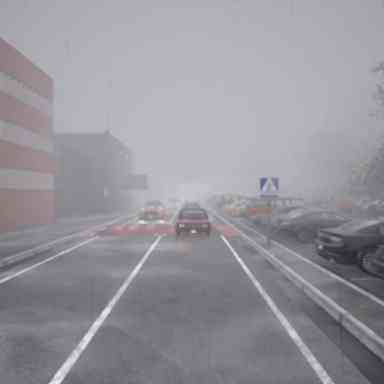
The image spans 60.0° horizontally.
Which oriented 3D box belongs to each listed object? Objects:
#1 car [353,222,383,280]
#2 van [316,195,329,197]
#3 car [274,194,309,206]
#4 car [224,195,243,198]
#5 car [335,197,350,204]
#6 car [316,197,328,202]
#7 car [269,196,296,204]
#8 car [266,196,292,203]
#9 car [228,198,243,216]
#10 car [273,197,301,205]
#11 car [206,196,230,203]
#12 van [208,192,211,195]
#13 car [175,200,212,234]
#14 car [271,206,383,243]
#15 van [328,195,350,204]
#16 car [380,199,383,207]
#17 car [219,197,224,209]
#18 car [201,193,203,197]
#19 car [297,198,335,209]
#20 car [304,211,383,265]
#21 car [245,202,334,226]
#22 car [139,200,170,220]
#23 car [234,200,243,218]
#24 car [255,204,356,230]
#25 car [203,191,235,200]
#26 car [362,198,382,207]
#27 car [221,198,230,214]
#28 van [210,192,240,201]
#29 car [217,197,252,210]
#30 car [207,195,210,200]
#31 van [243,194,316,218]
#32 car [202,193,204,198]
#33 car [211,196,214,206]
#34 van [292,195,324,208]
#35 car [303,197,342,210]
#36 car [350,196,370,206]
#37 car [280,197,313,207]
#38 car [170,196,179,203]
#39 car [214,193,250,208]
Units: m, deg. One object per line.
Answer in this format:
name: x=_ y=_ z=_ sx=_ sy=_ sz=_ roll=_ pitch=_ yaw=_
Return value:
car: x=6.295 y=1.490 z=7.029 sx=4.674 sy=1.452 sz=2.002 roll=0 pitch=0 yaw=-1
van: x=18.557 y=1.441 z=43.970 sx=4.442 sy=1.987 sz=1.878 roll=0 pitch=0 yaw=-1
car: x=18.220 y=1.433 z=61.050 sx=5.566 sy=2.045 sz=2.435 roll=0 pitch=1 yaw=-1
car: x=6.001 y=1.492 z=35.286 sx=4.553 sy=1.767 sz=2.185 roll=0 pitch=0 yaw=-1
car: x=18.540 y=1.619 z=35.621 sx=5.008 sy=1.535 sz=2.097 roll=0 pitch=0 yaw=-1
car: x=18.478 y=1.651 z=41.143 sx=4.892 sy=1.521 sz=2.231 roll=0 pitch=0 yaw=-1
car: x=18.154 y=1.647 z=66.700 sx=4.792 sy=1.488 sz=2.163 roll=0 pitch=1 yaw=-1
car: x=18.159 y=1.586 z=69.399 sx=4.892 sy=1.521 sz=2.231 roll=0 pitch=1 yaw=-1
car: x=6.221 y=1.583 z=29.636 sx=5.366 sy=1.575 sz=1.946 roll=0 pitch=0 yaw=-1
car: x=18.186 y=1.680 z=63.877 sx=4.792 sy=1.488 sz=2.163 roll=0 pitch=1 yaw=-1
car: x=5.539 y=1.552 z=72.036 sx=5.008 sy=1.535 sz=2.097 roll=0 pitch=1 yaw=-1
van: x=5.759 y=1.427 z=63.560 sx=4.442 sy=1.987 sz=1.878 roll=0 pitch=1 yaw=-1
car: x=0.055 y=1.539 z=19.470 sx=1.895 sy=1.301 sz=4.718 roll=0 pitch=6 yaw=0
car: x=6.196 y=1.545 z=15.506 sx=4.674 sy=1.452 sz=2.002 roll=0 pitch=0 yaw=-1
van: x=18.619 y=1.408 z=38.321 sx=4.442 sy=1.987 sz=1.878 roll=0 pitch=0 yaw=-1
car: x=18.638 y=1.570 z=27.151 sx=5.008 sy=1.535 sz=2.097 roll=0 pitch=0 yaw=-1
car: x=6.122 y=1.631 z=38.113 sx=5.366 sy=1.575 sz=1.946 roll=0 pitch=0 yaw=-1
car: x=5.442 y=1.447 z=83.340 sx=4.792 sy=1.488 sz=2.163 roll=0 pitch=1 yaw=-1
car: x=18.408 y=1.728 z=49.612 sx=4.792 sy=1.488 sz=2.163 roll=0 pitch=0 yaw=-1
car: x=6.259 y=1.470 z=9.856 sx=5.008 sy=1.535 sz=2.097 roll=0 pitch=0 yaw=-1
car: x=6.104 y=1.567 z=21.157 sx=4.792 sy=1.488 sz=2.163 roll=0 pitch=0 yaw=-1
car: x=-3.450 y=1.490 z=29.847 sx=2.097 sy=1.767 sz=4.553 roll=0 pitch=0 yaw=0
car: x=6.066 y=1.610 z=26.808 sx=4.674 sy=1.452 sz=2.002 roll=0 pitch=0 yaw=-1
car: x=6.169 y=1.561 z=18.332 sx=4.674 sy=1.452 sz=2.002 roll=0 pitch=0 yaw=-1
car: x=5.581 y=1.368 z=66.383 sx=5.566 sy=2.045 sz=2.435 roll=0 pitch=1 yaw=-1
car: x=18.595 y=1.586 z=29.975 sx=5.008 sy=1.535 sz=2.097 roll=0 pitch=0 yaw=-1
car: x=5.817 y=1.599 z=32.457 sx=5.366 sy=1.575 sz=1.946 roll=0 pitch=0 yaw=-1
van: x=5.823 y=1.490 z=58.030 sx=4.442 sy=1.987 sz=1.878 roll=0 pitch=0 yaw=-1
car: x=5.870 y=1.557 z=46.588 sx=4.553 sy=1.767 sz=2.185 roll=0 pitch=0 yaw=-1
car: x=5.677 y=1.727 z=60.736 sx=4.674 sy=1.452 sz=2.002 roll=0 pitch=1 yaw=-1
van: x=6.218 y=1.328 z=23.986 sx=4.442 sy=1.987 sz=1.878 roll=0 pitch=0 yaw=-1
car: x=5.448 y=1.491 z=80.513 sx=4.674 sy=1.452 sz=2.002 roll=0 pitch=1 yaw=-1
car: x=5.801 y=1.698 z=49.412 sx=5.008 sy=1.535 sz=2.097 roll=0 pitch=0 yaw=-1
van: x=18.226 y=1.489 z=52.438 sx=4.442 sy=1.987 sz=1.878 roll=0 pitch=0 yaw=-1
car: x=18.375 y=1.558 z=46.915 sx=4.553 sy=1.767 sz=2.185 roll=0 pitch=0 yaw=-1
car: x=18.598 y=1.477 z=32.799 sx=4.553 sy=1.767 sz=2.185 roll=0 pitch=0 yaw=-1
car: x=18.274 y=1.715 z=58.219 sx=5.008 sy=1.535 sz=2.097 roll=0 pitch=1 yaw=-1
car: x=-3.798 y=1.659 z=71.605 sx=1.994 sy=1.385 sz=4.181 roll=0 pitch=0 yaw=-1
car: x=5.933 y=1.399 z=40.938 sx=5.566 sy=2.045 sz=2.435 roll=0 pitch=0 yaw=-1
